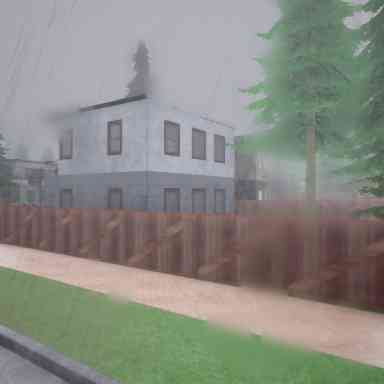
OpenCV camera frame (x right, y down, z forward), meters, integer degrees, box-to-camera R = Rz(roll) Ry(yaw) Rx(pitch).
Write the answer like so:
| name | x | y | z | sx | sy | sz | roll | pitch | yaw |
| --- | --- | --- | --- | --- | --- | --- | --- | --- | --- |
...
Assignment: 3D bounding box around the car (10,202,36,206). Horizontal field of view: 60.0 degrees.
| name | x | y | z | sx | sy | sz | roll | pitch | yaw |
| --- | --- | --- | --- | --- | --- | --- | --- | --- | --- |
| car | -15.351 | 1.582 | 29.329 | 1.895 | 1.301 | 4.718 | 0 | 0 | 28 |
